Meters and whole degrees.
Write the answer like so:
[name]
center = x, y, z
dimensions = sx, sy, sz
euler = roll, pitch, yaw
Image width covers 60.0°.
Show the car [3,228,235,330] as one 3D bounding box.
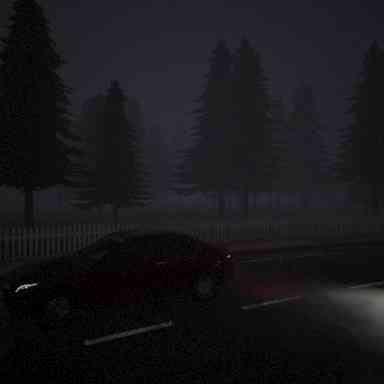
[car]
center = -1.263, 1.525, 6.936
dimensions = 4.674, 1.442, 1.812
euler = 0, 0, -29
